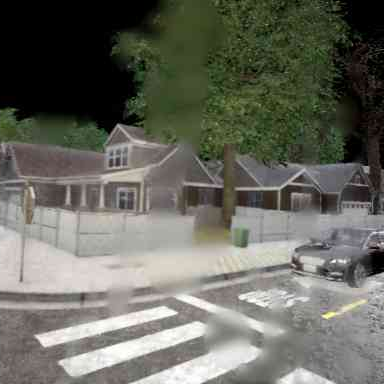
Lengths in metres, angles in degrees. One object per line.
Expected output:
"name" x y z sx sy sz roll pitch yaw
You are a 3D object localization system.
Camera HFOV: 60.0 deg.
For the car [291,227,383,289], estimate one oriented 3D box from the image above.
"car" 5.070 1.887 10.526 4.902 1.511 2.128 3 -2 -40
